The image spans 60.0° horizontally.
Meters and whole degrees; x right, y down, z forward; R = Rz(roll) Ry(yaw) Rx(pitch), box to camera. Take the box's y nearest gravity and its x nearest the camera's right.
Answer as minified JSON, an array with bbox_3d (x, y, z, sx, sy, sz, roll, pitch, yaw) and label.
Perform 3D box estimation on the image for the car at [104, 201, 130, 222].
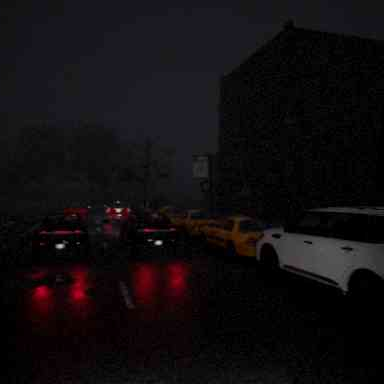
[{"bbox_3d":[-6.331,1.527,28.154,2.097,1.767,4.553,1,-1,-15],"label":"car"}]

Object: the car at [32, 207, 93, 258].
[{"bbox_3d":[-5.014,1.552,13.099,2.128,1.511,4.902,1,0,-18],"label":"car"}]

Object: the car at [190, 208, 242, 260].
[{"bbox_3d":[1.786,1.607,13.112,1.946,1.575,5.366,1,-1,-18],"label":"car"}]

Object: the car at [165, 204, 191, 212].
[{"bbox_3d":[-1.629,1.663,23.619,1.946,1.575,5.366,1,-1,-18],"label":"car"}]

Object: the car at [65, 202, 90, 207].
[{"bbox_3d":[-9.569,1.609,27.698,1.882,1.535,5.008,1,0,-15],"label":"car"}]

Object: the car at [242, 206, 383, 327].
[{"bbox_3d":[3.587,1.331,7.591,2.435,2.045,5.566,1,-1,-18],"label":"car"}]

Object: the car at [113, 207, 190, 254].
[{"bbox_3d":[-1.925,1.593,14.107,2.128,1.511,4.902,1,0,-18],"label":"car"}]
